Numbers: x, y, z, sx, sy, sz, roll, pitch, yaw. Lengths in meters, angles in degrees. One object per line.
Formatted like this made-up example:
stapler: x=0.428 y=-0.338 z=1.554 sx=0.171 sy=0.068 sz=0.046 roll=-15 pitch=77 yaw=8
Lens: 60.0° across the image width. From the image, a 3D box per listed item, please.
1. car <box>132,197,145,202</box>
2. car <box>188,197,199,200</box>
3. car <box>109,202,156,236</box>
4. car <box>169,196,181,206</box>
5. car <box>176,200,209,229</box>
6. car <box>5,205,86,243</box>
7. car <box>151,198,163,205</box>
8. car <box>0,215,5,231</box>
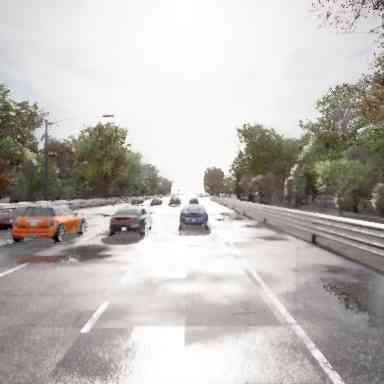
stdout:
car: x=-10.152 y=1.758 z=62.989 sx=2.128 sy=1.511 sz=4.902 roll=0 pitch=0 yaw=0
car: x=0.361 y=1.777 z=64.316 sx=1.837 sy=1.490 sz=4.892 roll=0 pitch=0 yaw=0
car: x=-3.394 y=1.584 z=19.061 sx=1.837 sy=1.490 sz=4.892 roll=0 pitch=0 yaw=0
car: x=-3.150 y=1.616 z=62.856 sx=2.097 sy=1.767 sz=4.553 roll=0 pitch=0 yaw=0
car: x=0.115 y=1.570 z=22.579 sx=1.882 sy=1.535 sz=5.008 roll=0 pitch=0 yaw=0
car: x=-6.898 y=1.419 z=16.627 sx=2.097 sy=1.767 sz=4.553 roll=0 pitch=0 yaw=0
car: x=-6.647 y=1.831 z=63.307 sx=1.994 sy=1.385 sz=4.181 roll=0 pitch=0 yaw=0
car: x=-10.388 y=1.651 z=21.255 sx=1.994 sy=1.385 sz=4.181 roll=0 pitch=0 yaw=0
